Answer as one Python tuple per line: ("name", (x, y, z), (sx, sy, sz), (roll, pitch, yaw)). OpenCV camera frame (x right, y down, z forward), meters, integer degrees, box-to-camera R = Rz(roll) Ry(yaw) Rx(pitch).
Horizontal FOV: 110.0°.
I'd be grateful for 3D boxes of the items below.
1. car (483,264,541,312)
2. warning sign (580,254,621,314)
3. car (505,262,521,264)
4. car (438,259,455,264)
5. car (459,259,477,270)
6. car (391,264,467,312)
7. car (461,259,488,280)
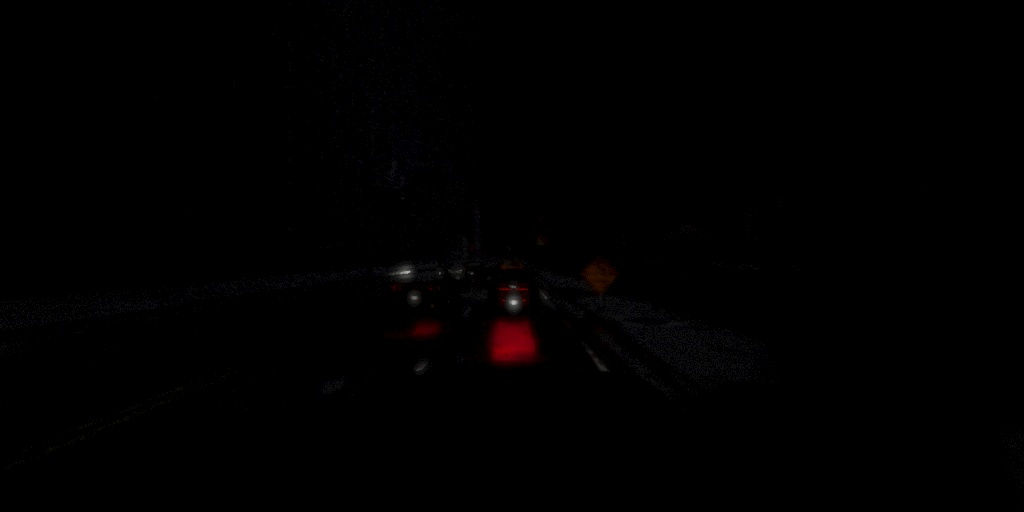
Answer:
("car", (0.073, 1.254, 14.195), (1.837, 1.490, 4.892), (0, 0, 0))
("warning sign", (2.849, 0.864, 11.537), (1.300, 1.860, 1.060), (0, 0, 0))
("car", (0.078, 1.216, 31.102), (1.882, 1.535, 5.008), (0, 0, 0))
("car", (-9.818, 1.218, 53.900), (2.128, 1.511, 4.902), (0, 0, 0))
("car", (-6.568, 1.218, 53.897), (2.128, 1.511, 4.902), (0, 0, 0))
("car", (-3.177, 1.225, 14.213), (1.882, 1.535, 5.008), (0, 0, 0))
("car", (-3.172, 1.216, 30.989), (1.882, 1.535, 5.008), (0, 0, 0))
